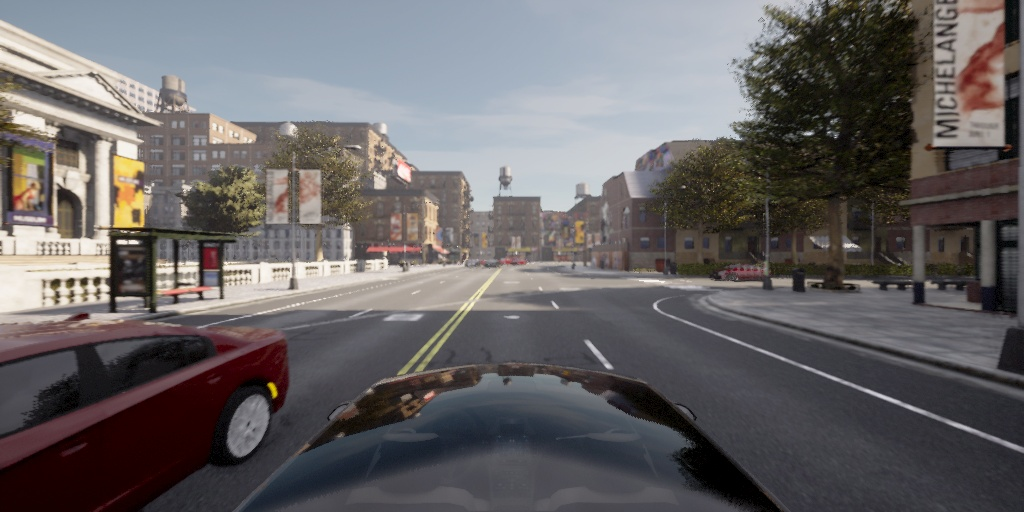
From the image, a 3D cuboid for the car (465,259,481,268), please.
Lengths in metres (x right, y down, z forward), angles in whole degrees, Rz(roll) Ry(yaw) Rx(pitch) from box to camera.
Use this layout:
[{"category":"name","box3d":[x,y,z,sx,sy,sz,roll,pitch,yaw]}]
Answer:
[{"category":"car","box3d":[-6.328,1.201,58.530,2.128,1.511,4.902,0,0,9]}]

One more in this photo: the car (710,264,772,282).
[{"category":"car","box3d":[18.142,1.296,28.549,4.181,1.385,1.994,0,0,0]}]

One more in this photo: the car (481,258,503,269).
[{"category":"car","box3d":[-3.106,1.188,56.345,1.882,1.535,5.008,0,0,7]}]

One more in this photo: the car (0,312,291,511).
[{"category":"car","box3d":[-3.501,1.227,2.078,1.882,1.535,5.008,0,0,0]}]
